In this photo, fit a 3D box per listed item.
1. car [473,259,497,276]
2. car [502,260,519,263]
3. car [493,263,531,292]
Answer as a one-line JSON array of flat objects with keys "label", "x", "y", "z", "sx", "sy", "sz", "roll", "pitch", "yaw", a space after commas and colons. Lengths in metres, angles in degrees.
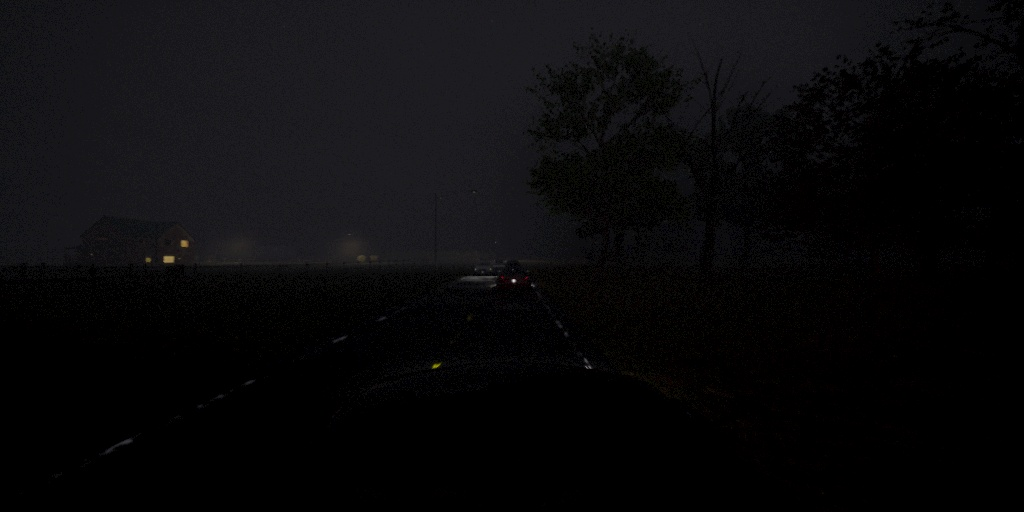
[{"label": "car", "x": -2.838, "y": 1.269, "z": 37.142, "sx": 1.812, "sy": 1.442, "sz": 4.674, "roll": 0, "pitch": 0, "yaw": 0}, {"label": "car", "x": 0.097, "y": 1.245, "z": 42.199, "sx": 1.837, "sy": 1.490, "sz": 4.892, "roll": 0, "pitch": 0, "yaw": 0}, {"label": "car", "x": 0.099, "y": 1.313, "z": 21.312, "sx": 1.994, "sy": 1.385, "sz": 4.181, "roll": 0, "pitch": 0, "yaw": 0}]
